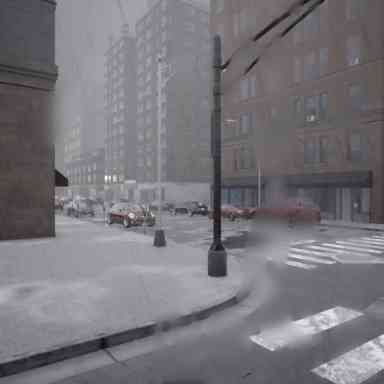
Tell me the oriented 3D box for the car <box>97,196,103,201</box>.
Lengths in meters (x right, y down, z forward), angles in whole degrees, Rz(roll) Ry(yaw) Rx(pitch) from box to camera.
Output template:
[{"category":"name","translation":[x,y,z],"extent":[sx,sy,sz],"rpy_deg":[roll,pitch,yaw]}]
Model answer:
[{"category":"car","translation":[-15.857,1.457,53.999],"extent":[1.837,1.490,4.892],"rpy_deg":[0,0,-35]}]

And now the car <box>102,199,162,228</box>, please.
[{"category":"car","translation":[-4.015,1.430,21.815],"extent":[1.967,1.590,4.097],"rpy_deg":[0,0,-35]}]

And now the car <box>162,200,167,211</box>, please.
[{"category":"car","translation":[-3.405,1.529,35.778],"extent":[2.008,1.369,4.403],"rpy_deg":[0,0,-35]}]

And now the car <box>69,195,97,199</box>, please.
[{"category":"car","translation":[-16.156,1.436,49.117],"extent":[1.882,1.535,5.008],"rpy_deg":[0,0,-35]}]

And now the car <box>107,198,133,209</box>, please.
[{"category":"car","translation":[-9.756,1.532,44.816],"extent":[1.947,1.339,4.313],"rpy_deg":[0,0,-35]}]

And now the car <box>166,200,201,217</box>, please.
[{"category":"car","translation":[-0.229,1.550,31.257],"extent":[1.947,1.339,4.313],"rpy_deg":[0,0,-35]}]

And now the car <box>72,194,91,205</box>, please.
[{"category":"car","translation":[-19.891,1.298,59.684],"extent":[2.097,1.767,4.553],"rpy_deg":[0,0,-35]}]

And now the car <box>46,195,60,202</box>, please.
[{"category":"car","translation":[-31.985,1.471,76.453],"extent":[2.008,1.369,4.403],"rpy_deg":[0,0,-35]}]

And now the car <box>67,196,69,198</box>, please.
[{"category":"car","translation":[-21.523,1.473,56.760],"extent":[1.812,1.442,4.674],"rpy_deg":[0,0,-35]}]

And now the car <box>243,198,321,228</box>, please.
[{"category":"car","translation":[6.122,1.309,22.218],"extent":[2.192,1.841,5.009],"rpy_deg":[0,0,-35]}]

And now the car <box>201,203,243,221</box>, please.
[{"category":"car","translation":[2.947,1.571,26.738],"extent":[1.802,1.307,4.206],"rpy_deg":[0,0,-35]}]

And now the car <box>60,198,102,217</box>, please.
[{"category":"car","translation":[-10.368,1.530,30.857],"extent":[2.008,1.369,4.403],"rpy_deg":[0,0,-35]}]

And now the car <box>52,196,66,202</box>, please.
[{"category":"car","translation":[-28.809,1.478,71.933],"extent":[2.008,1.369,4.403],"rpy_deg":[0,0,-35]}]

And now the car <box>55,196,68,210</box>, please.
[{"category":"car","translation":[-16.721,1.512,39.899],"extent":[1.887,1.381,4.507],"rpy_deg":[0,0,-35]}]
